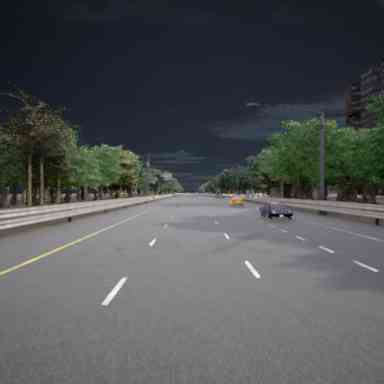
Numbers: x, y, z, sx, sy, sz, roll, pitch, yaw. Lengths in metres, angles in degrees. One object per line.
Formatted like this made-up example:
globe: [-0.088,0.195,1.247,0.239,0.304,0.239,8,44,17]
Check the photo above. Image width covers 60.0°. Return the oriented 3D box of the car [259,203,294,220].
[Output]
car: [7.032,1.604,28.297,1.895,1.301,4.718,0,0,0]

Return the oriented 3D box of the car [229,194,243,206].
car: [7.092,1.497,53.683,1.882,1.535,5.008,0,0,0]
